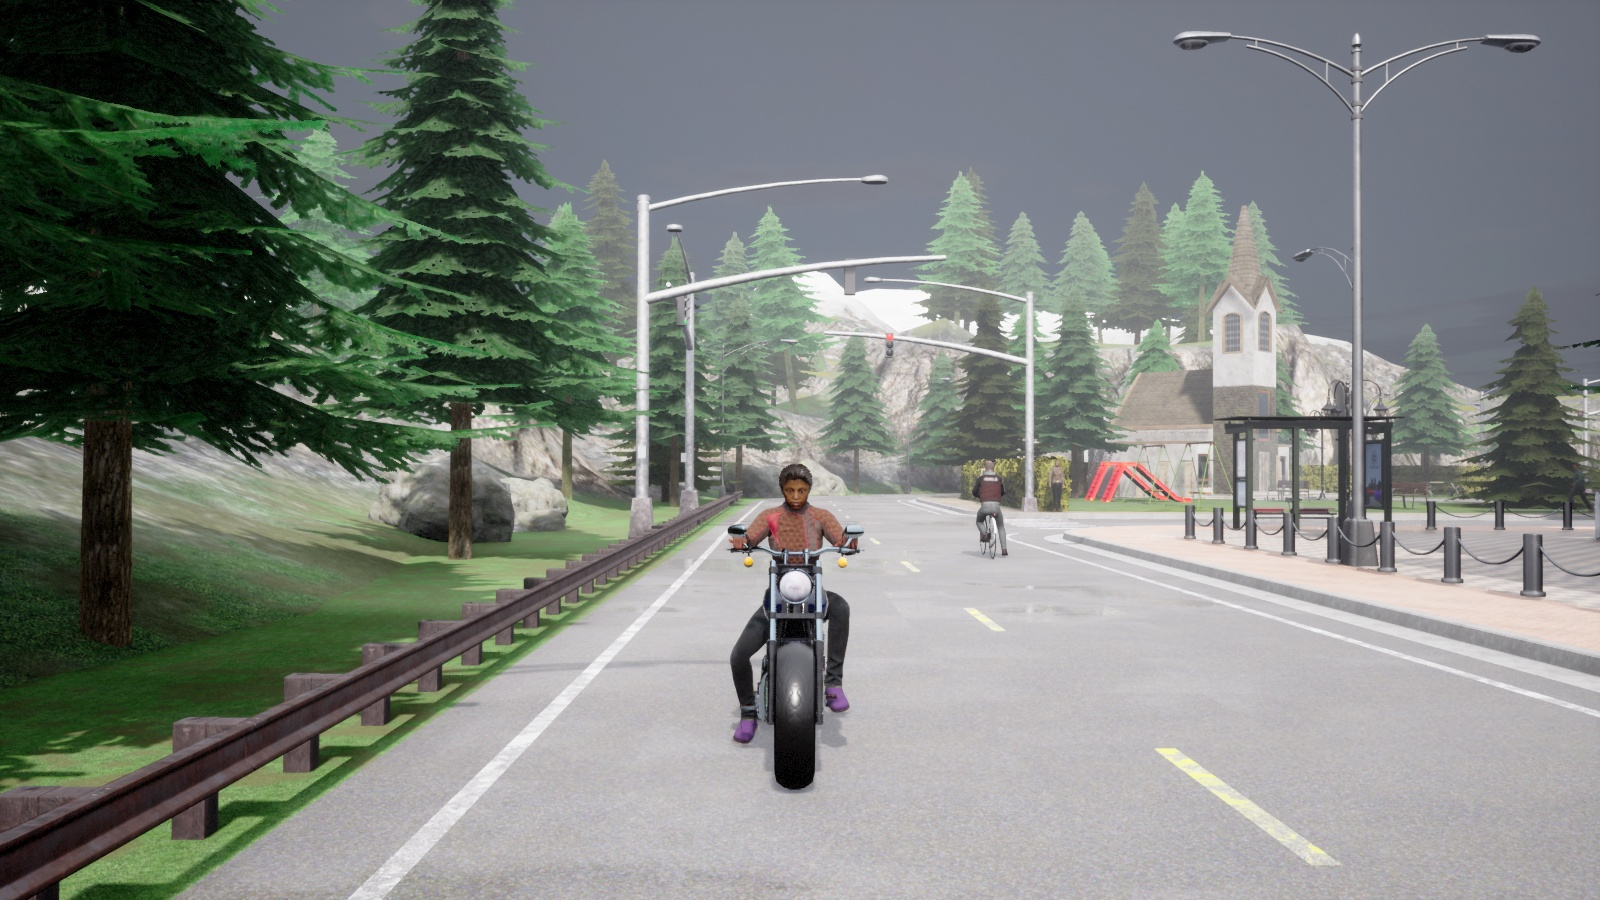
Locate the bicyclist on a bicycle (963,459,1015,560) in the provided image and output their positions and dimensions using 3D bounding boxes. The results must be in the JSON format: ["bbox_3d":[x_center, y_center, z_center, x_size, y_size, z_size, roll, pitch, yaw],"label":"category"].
[{"bbox_3d":[3.438,1.056,22.945,0.659,1.776,1.843,0,-1,0],"label":"bicyclist on a bicycle"}]

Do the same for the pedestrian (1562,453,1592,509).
[{"bbox_3d":[27.622,1.098,44.655,0.788,1.949,0.423,0,-1,2],"label":"pedestrian"}]

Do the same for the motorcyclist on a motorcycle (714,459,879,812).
[{"bbox_3d":[-0.019,0.883,7.064,0.766,1.649,2.350,0,-1,0],"label":"motorcyclist on a motorcycle"}]

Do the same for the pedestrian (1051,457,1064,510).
[{"bbox_3d":[8.943,1.155,43.646,0.331,1.846,0.634,0,-1,1],"label":"pedestrian"}]
